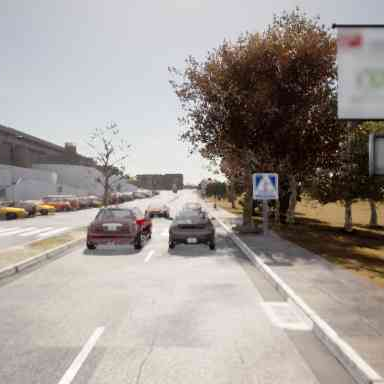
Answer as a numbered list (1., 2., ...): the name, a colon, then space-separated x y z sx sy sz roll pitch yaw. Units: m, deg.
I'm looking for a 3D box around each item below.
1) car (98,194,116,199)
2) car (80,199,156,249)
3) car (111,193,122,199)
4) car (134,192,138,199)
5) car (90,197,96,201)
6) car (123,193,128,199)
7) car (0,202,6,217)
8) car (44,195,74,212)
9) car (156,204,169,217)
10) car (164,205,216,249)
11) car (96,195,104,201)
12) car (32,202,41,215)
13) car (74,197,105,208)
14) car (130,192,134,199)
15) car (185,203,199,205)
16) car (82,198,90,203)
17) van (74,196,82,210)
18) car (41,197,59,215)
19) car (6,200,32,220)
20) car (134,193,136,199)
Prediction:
1. car: -16.861 1.682 60.550 4.674 1.452 2.002 -1 1 -20
2. car: -3.000 1.383 14.623 2.097 1.767 4.553 0 0 0
3. car: -16.892 1.374 63.520 5.566 2.045 2.435 -1 1 -20
4. car: -16.824 1.494 84.452 4.792 1.488 2.163 -1 0 -20
5. car: -16.898 1.706 48.596 4.792 1.488 2.163 -1 0 -20
6. car: -16.838 1.328 69.516 5.566 2.045 2.435 -1 0 -20
7. car: -16.882 1.591 24.740 4.674 1.452 2.002 -1 0 -20
8. car: -16.850 1.523 39.665 4.553 1.767 2.185 -1 0 -20
9. car: -3.000 1.707 29.685 1.895 1.301 4.718 0 0 0
10. car: 0.000 1.533 14.653 1.837 1.490 4.892 0 0 0
11. car: -16.698 1.668 51.666 5.366 1.575 1.946 -1 0 -20
12. car: -16.909 1.620 30.693 4.792 1.488 2.163 -1 0 -20
13. car: -16.841 1.697 54.593 4.792 1.488 2.163 -1 0 -20
14. car: -16.826 1.385 78.460 4.553 1.767 2.185 -1 1 -20
15. car: 0.000 1.654 29.655 2.033 1.411 5.357 0 0 0
16. car: -16.869 1.710 45.624 4.674 1.452 2.002 -1 0 -20
17. van: -16.771 1.436 42.693 4.442 1.987 1.878 -1 -1 -20
18. car: -16.708 1.606 33.755 5.366 1.575 1.946 -1 -1 -20
19. car: -16.712 1.564 27.788 5.366 1.575 1.946 -1 -1 -20
20. car: -16.847 1.528 81.433 4.674 1.452 2.002 -1 1 -20
